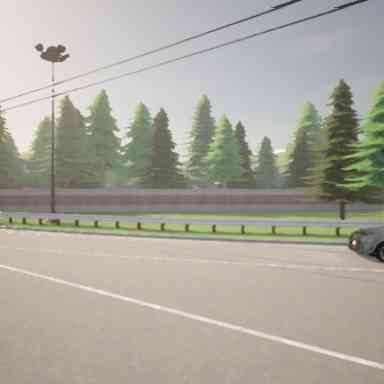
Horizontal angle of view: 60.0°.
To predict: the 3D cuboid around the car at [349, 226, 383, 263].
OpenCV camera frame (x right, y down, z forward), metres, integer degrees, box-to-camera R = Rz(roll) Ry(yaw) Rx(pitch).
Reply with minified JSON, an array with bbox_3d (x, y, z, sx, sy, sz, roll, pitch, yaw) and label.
[{"bbox_3d":[7.552,1.564,11.090,4.181,1.385,1.994,0,0,11],"label":"car"}]
